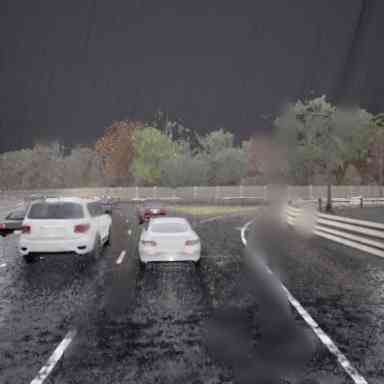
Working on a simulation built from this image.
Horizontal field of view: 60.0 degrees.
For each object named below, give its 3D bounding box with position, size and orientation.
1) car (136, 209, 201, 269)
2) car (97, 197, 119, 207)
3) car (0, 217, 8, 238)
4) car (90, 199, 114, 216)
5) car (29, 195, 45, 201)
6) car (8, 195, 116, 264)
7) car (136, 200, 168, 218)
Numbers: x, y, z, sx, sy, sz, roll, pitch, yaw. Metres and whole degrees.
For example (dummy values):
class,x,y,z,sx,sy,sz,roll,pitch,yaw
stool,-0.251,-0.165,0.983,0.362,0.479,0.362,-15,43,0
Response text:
class,x,y,z,sx,sy,sz,roll,pitch,yaw
car,-0.794,1.523,11.140,1.812,1.442,4.674,0,0,-6
car,-13.163,1.511,51.891,2.128,1.511,4.902,0,0,-28
car,-8.733,1.621,18.071,1.895,1.301,4.718,0,0,-10
car,-9.193,1.506,33.691,2.128,1.511,4.902,0,0,-19
car,-39.771,1.617,85.465,4.674,1.442,1.812,0,0,39
car,-4.299,1.229,12.153,2.150,2.045,5.566,0,0,-7
car,-2.912,1.350,24.199,2.097,1.767,4.553,0,0,-12
